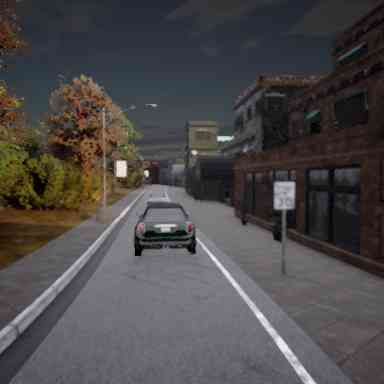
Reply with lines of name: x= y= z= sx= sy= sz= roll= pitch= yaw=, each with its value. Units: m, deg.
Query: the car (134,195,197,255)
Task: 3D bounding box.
car: x=-1.086 y=1.181 z=12.913 sx=2.097 sy=1.767 sz=4.553 roll=-1 pitch=2 yaw=-6

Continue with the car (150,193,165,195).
car: x=-3.488 y=0.739 z=33.854 sx=1.895 sy=1.301 sz=4.718 roll=-1 pitch=2 yaw=-6
